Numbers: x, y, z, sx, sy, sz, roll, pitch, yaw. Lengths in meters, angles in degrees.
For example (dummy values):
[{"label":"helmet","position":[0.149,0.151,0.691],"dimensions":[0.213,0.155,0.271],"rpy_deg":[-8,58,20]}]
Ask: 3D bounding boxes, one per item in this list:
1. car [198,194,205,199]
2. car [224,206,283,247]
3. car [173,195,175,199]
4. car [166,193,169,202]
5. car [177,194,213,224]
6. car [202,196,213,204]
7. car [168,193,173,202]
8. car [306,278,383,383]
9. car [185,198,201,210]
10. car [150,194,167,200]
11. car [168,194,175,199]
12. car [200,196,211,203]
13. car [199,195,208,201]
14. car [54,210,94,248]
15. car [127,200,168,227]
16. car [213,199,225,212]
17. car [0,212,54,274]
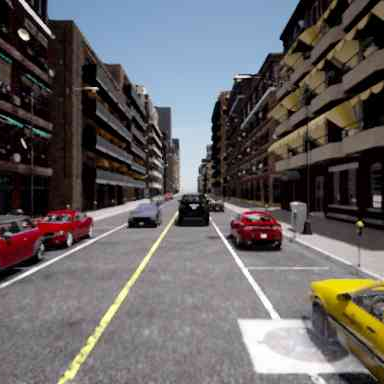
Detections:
[{"label":"car","position":[2.665,1.364,93.606],"dimensions":[1.802,1.307,4.206],"rpy_deg":[0,0,0]},{"label":"car","position":[2.688,1.512,14.699],"dimensions":[1.887,1.381,4.507],"rpy_deg":[0,0,0]},{"label":"car","position":[-5.711,1.123,82.335],"dimensions":[2.192,1.841,5.009],"rpy_deg":[0,0,0]},{"label":"car","position":[-5.706,1.413,59.790],"dimensions":[2.008,1.369,4.403],"rpy_deg":[0,0,0]},{"label":"car","position":[0.104,1.161,24.423],"dimensions":[2.150,2.045,5.566],"rpy_deg":[0,-1,-1]},{"label":"car","position":[2.676,1.388,59.958],"dimensions":[1.752,1.417,4.829],"rpy_deg":[0,0,0]},{"label":"car","position":[-5.709,1.380,71.062],"dimensions":[1.887,1.381,4.507],"rpy_deg":[0,0,0]},{"label":"car","position":[2.691,1.517,3.596],"dimensions":[1.752,1.417,4.829],"rpy_deg":[0,0,0]},{"label":"car","position":[0.089,1.507,41.557],"dimensions":[1.895,1.301,4.718],"rpy_deg":[0,0,0]},{"label":"car","position":[-5.704,1.426,54.153],"dimensions":[2.008,1.369,4.403],"rpy_deg":[0,0,0]},{"label":"car","position":[-5.715,1.307,93.437],"dimensions":[1.752,1.417,4.829],"rpy_deg":[0,0,0]},{"label":"car","position":[2.673,1.415,65.424],"dimensions":[1.947,1.339,4.313],"rpy_deg":[0,0,0]},{"label":"car","position":[2.670,1.404,76.697],"dimensions":[1.802,1.307,4.206],"rpy_deg":[0,0,0]},{"label":"car","position":[-5.693,1.511,14.701],"dimensions":[1.887,1.381,4.507],"rpy_deg":[0,0,0]},{"label":"car","position":[-3.006,1.497,22.399],"dimensions":[2.033,1.411,5.357],"rpy_deg":[0,0,0]},{"label":"car","position":[2.682,1.467,37.243],"dimensions":[2.008,1.369,4.403],"rpy_deg":[0,0,0]},{"label":"car","position":[-5.691,1.419,9.063],"dimensions":[1.967,1.590,4.097],"rpy_deg":[0,0,0]}]
